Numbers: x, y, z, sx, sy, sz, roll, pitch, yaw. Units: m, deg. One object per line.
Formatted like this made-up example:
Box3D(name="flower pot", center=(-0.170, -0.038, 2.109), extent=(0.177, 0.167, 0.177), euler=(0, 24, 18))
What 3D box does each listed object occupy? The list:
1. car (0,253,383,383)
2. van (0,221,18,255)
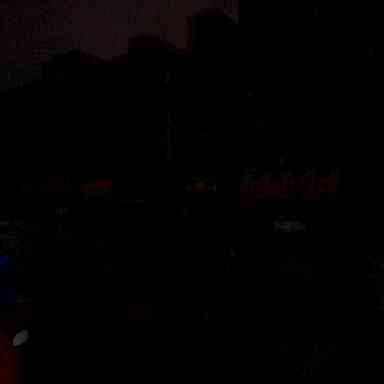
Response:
Box3D(name="car", center=(-0.498, 1.544, 3.176), extent=(4.507, 1.381, 1.887), euler=(0, -1, 36))
Box3D(name="van", center=(-5.007, 1.337, 6.396), extent=(3.998, 1.788, 1.690), euler=(0, -1, 36))
